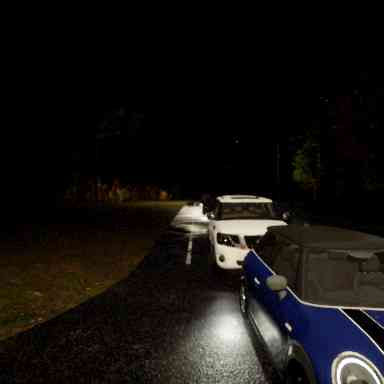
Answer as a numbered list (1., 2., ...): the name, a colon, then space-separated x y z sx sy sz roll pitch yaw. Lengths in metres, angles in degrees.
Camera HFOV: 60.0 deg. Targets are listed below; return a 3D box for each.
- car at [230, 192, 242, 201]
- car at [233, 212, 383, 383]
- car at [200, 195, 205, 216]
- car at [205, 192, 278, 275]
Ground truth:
1. car: 9.463 0.971 72.544 2.097 1.767 4.553 0 0 1
2. car: 1.932 1.338 4.208 2.097 1.767 4.553 0 0 -1
3. car: 1.913 1.313 30.998 1.882 1.535 5.008 0 1 1
4. car: 1.654 1.160 10.552 2.150 2.045 5.566 0 0 1
